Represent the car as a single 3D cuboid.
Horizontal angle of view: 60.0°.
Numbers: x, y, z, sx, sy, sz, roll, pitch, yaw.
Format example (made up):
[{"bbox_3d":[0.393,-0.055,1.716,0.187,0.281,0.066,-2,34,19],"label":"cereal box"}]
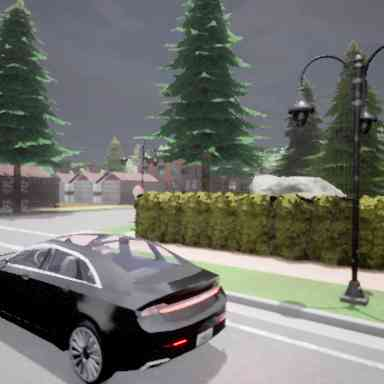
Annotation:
[{"bbox_3d":[-1.768,1.425,5.342,4.902,1.511,2.128,1,1,38],"label":"car"}]
